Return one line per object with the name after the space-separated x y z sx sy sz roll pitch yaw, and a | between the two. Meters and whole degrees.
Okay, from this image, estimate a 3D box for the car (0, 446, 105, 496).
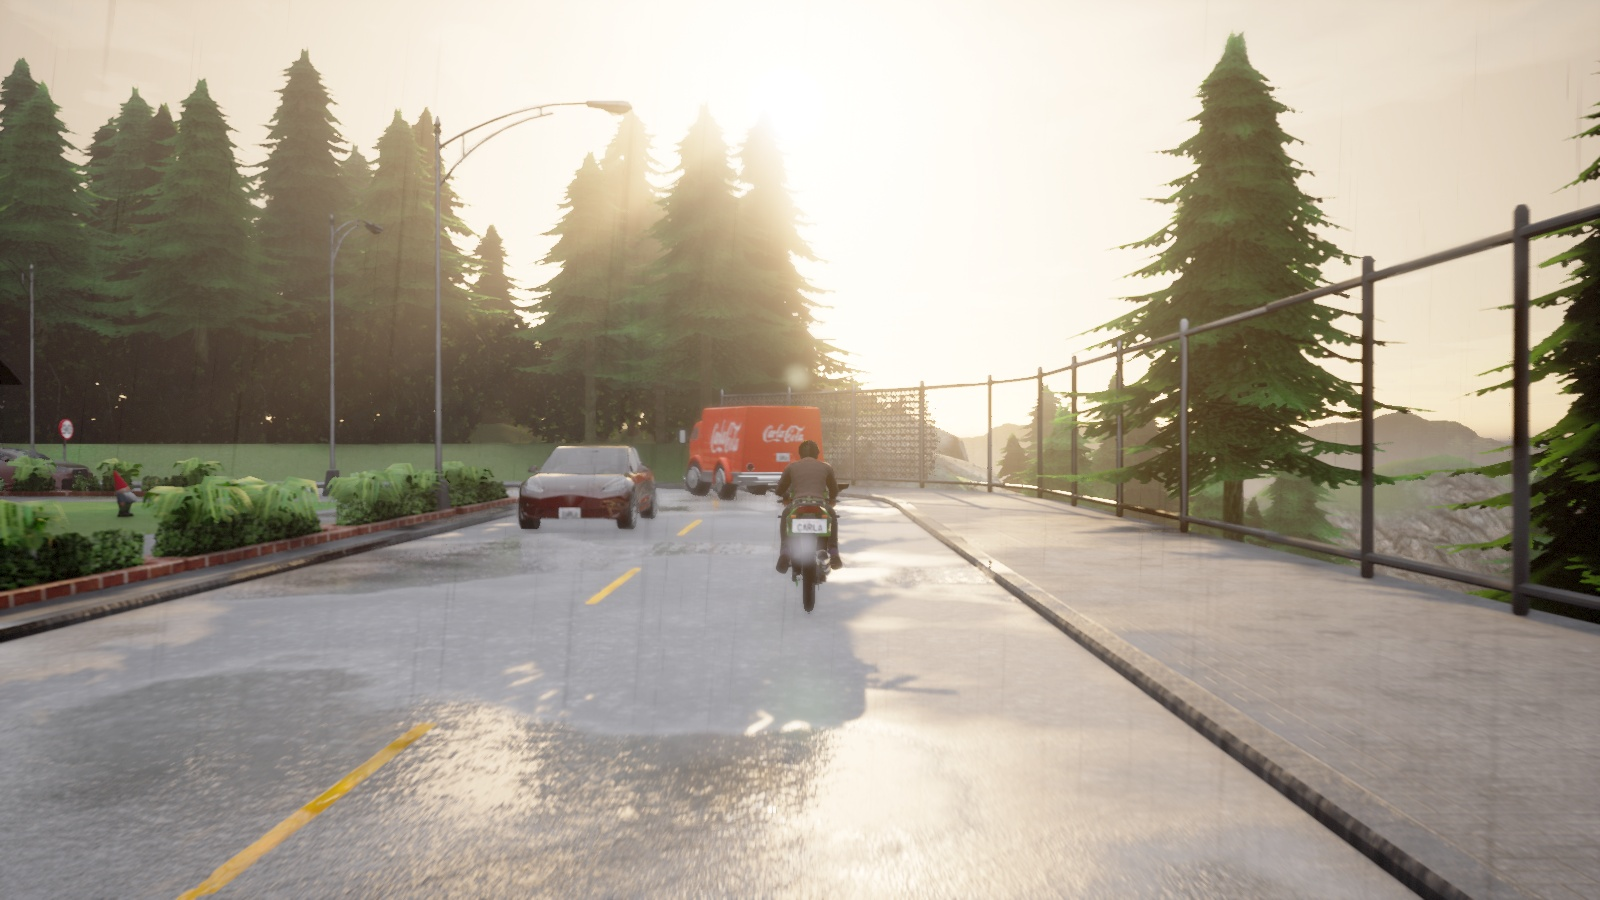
-22.601 0.589 36.057 4.181 1.385 1.994 0 0 0 | car

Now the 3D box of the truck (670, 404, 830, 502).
-1.492 0.066 34.439 2.627 2.467 5.204 0 0 -24 | truck

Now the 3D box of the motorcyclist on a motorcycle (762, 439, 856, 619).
0.082 0.663 11.669 0.797 1.523 2.044 0 0 0 | motorcyclist on a motorcycle

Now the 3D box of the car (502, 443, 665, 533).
-3.813 0.613 23.064 2.163 1.488 4.792 0 0 0 | car
